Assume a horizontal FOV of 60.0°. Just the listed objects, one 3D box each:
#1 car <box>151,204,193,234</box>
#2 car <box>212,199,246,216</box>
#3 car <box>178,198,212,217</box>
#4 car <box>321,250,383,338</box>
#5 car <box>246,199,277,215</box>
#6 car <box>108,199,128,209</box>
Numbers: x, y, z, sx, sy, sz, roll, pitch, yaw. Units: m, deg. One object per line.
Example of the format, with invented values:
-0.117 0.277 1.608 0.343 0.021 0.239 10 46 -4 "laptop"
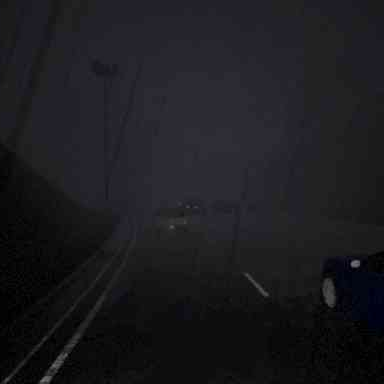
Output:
-1.409 1.621 19.687 1.895 1.301 4.718 -1 0 -9 "car"
3.201 1.443 32.432 1.882 1.535 5.008 0 0 -13 "car"
-0.091 1.357 30.824 2.097 1.767 4.553 -1 0 -14 "car"
3.512 1.435 4.563 1.882 1.535 5.008 0 0 -2 "car"
6.670 1.428 32.931 1.837 1.490 4.892 0 0 -13 "car"
-10.936 1.704 49.137 1.994 1.385 4.181 0 0 -30 "car"
